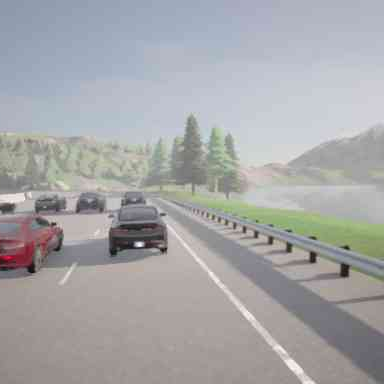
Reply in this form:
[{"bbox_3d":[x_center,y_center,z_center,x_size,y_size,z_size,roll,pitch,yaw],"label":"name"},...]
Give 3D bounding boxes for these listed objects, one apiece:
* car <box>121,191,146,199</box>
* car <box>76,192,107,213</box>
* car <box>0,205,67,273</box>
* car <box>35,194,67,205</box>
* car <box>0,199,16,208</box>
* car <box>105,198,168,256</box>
[{"bbox_3d":[-5.085,0.659,29.128,2.097,1.767,4.553,-1,1,-10],"label":"car"},{"bbox_3d":[-8.528,0.741,28.504,2.097,1.767,4.553,-1,1,-10],"label":"car"},{"bbox_3d":[-5.087,1.357,9.687,1.812,1.442,4.674,-1,2,-10],"label":"car"},{"bbox_3d":[-12.142,0.942,28.852,2.128,1.511,4.902,-1,2,-10],"label":"car"},{"bbox_3d":[-15.063,1.199,25.351,1.895,1.301,4.718,-1,2,-10],"label":"car"},{"bbox_3d":[-1.959,1.213,12.066,1.837,1.490,4.892,-1,2,-10],"label":"car"}]
